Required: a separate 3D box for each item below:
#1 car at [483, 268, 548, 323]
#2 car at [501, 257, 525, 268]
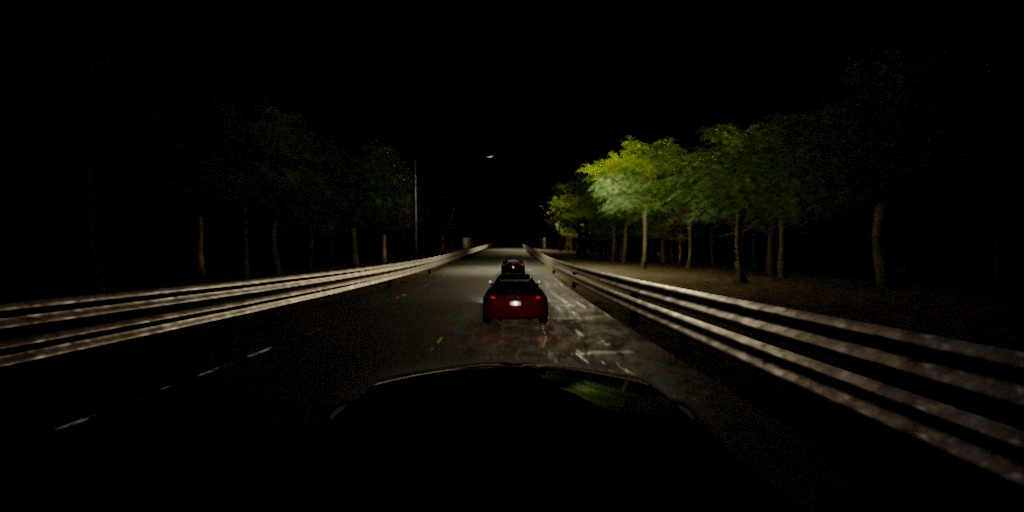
[{"bbox_3d":[0.098,1.294,12.166,1.994,1.385,4.181,0,1,0],"label":"car"},{"bbox_3d":[0.098,0.788,31.147,1.994,1.385,4.181,0,2,0],"label":"car"}]
